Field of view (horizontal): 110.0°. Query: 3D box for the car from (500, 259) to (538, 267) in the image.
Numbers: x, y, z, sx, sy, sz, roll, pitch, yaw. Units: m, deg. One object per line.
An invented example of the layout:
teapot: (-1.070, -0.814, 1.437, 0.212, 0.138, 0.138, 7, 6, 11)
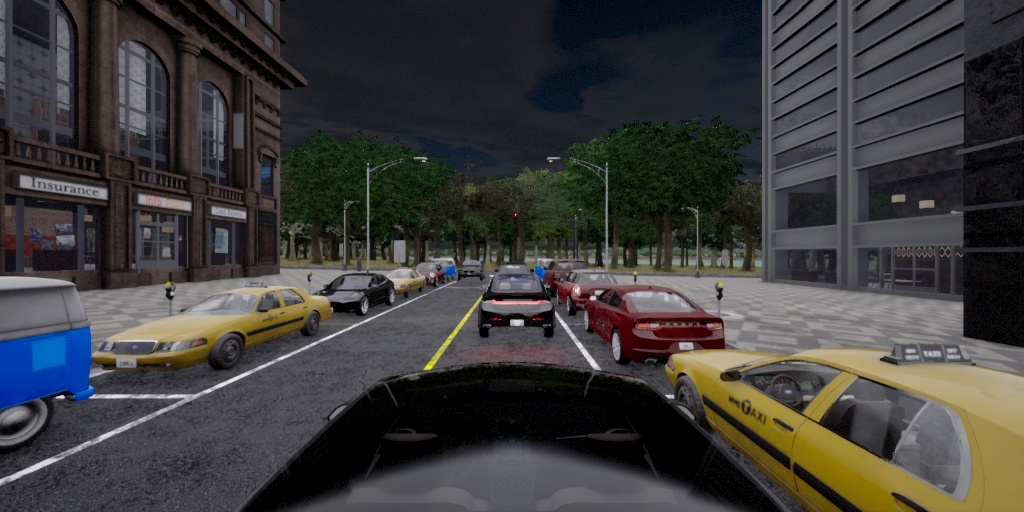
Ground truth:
car: (0.128, 1.103, 19.200, 2.097, 1.767, 4.553, 0, 0, 1)

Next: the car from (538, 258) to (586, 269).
car: (2.788, 1.066, 18.795, 2.192, 1.841, 5.009, 0, 0, 0)

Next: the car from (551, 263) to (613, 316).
car: (2.780, 1.190, 13.358, 1.967, 1.591, 4.097, 0, 0, 0)

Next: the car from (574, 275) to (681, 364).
car: (2.771, 1.295, 7.921, 1.888, 1.381, 4.507, 0, 0, 0)

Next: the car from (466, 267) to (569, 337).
car: (0.113, 1.242, 10.235, 2.128, 1.511, 4.902, 0, 0, 0)

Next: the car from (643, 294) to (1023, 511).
car: (2.763, 1.275, 2.653, 1.751, 1.417, 4.829, 0, 0, 0)

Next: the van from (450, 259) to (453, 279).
van: (-5.720, 1.094, 29.684, 1.690, 1.789, 3.998, 0, 0, 0)

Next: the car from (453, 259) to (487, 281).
car: (-2.961, 0.970, 27.063, 1.837, 1.490, 4.892, 0, 0, 0)

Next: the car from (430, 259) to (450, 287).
car: (-5.728, 1.192, 24.246, 1.967, 1.591, 4.097, 0, 0, 0)

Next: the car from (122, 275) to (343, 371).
car: (-5.754, 1.275, 7.764, 1.751, 1.417, 4.829, 0, 0, 0)

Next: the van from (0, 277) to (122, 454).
van: (-5.762, 1.091, 2.496, 1.690, 1.789, 3.998, 0, 0, 0)

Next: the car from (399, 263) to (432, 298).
car: (-5.737, 1.276, 18.639, 1.751, 1.417, 4.829, 0, 0, 0)

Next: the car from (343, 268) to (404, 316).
car: (-5.745, 1.316, 13.371, 1.948, 1.339, 4.313, 0, 0, 0)
